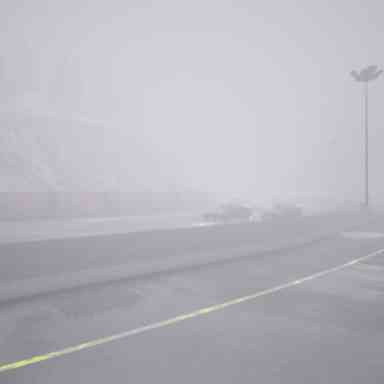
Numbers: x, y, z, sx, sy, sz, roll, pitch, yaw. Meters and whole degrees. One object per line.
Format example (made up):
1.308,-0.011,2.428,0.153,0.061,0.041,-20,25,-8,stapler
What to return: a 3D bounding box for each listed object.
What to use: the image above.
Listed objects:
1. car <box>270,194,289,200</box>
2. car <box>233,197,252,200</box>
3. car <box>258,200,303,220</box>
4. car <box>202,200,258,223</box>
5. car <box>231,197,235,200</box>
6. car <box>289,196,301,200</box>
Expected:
16.752,1.380,65.216,2.150,2.045,5.566,0,0,3,car
6.785,1.622,39.703,1.812,1.442,4.674,0,0,25,car
7.395,1.607,26.976,2.033,1.411,5.357,0,0,36,car
3.014,1.617,26.906,2.033,1.411,5.357,0,0,38,car
6.566,1.472,48.536,2.097,1.767,4.553,0,0,18,car
20.287,1.637,65.659,1.837,1.490,4.892,0,0,3,car
